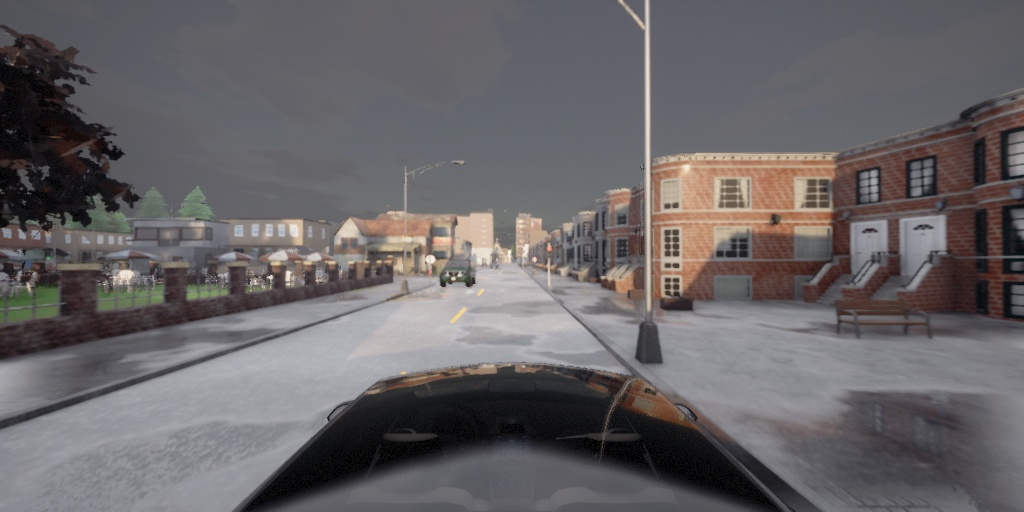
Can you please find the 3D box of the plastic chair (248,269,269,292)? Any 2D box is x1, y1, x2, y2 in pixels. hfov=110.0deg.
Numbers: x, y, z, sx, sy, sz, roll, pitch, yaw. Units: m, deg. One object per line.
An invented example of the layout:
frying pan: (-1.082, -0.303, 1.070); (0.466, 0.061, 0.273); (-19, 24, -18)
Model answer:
plastic chair: (-14.637, 1.482, 20.694); (0.730, 1.272, 0.750); (0, 0, -40)

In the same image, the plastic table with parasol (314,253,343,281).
plastic table with parasol: (-14.076, 0.999, 25.916); (2.482, 2.480, 2.482); (0, 0, -40)

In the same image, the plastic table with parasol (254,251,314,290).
plastic table with parasol: (-13.640, 0.915, 21.427); (2.482, 2.480, 2.482); (0, 0, -40)

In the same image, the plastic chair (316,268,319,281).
plastic chair: (-12.609, 1.524, 22.170); (0.730, 1.272, 0.750); (0, 0, -40)

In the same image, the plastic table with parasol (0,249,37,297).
plastic table with parasol: (-26.073, 0.795, 17.674); (2.482, 2.480, 2.482); (0, 0, -39)

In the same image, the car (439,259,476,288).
car: (-4.003, 1.254, 27.351); (2.150, 2.045, 5.566); (0, -1, 0)

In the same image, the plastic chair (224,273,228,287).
plastic chair: (-18.570, 1.553, 23.900); (0.750, 1.272, 0.730); (0, 0, -40)

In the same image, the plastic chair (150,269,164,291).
plastic chair: (-21.236, 1.505, 21.669); (0.730, 1.272, 0.750); (0, 0, -40)

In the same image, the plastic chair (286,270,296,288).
plastic chair: (-12.904, 1.490, 20.420); (0.750, 1.272, 0.730); (0, 0, -40)

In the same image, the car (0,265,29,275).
car: (-50.425, 1.627, 35.631); (4.892, 1.490, 1.837); (0, -1, 0)

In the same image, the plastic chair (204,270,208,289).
plastic chair: (-20.306, 1.547, 24.190); (0.730, 1.272, 0.750); (0, 0, -40)

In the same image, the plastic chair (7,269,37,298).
plastic chair: (-25.064, 1.477, 18.421); (0.730, 1.272, 0.750); (0, 0, -41)

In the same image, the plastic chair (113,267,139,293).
plastic chair: (-21.563, 1.415, 20.056); (0.750, 1.272, 0.730); (0, 0, -42)

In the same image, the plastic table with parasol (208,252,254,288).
plastic table with parasol: (-19.307, 0.958, 24.921); (2.482, 2.480, 2.482); (0, 0, -40)

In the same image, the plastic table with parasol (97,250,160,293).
plastic table with parasol: (-22.277, 0.882, 20.938); (2.482, 2.480, 2.482); (0, 0, -42)

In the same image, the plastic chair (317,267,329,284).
plastic chair: (-13.339, 1.591, 24.896); (0.750, 1.272, 0.730); (0, 0, -40)
